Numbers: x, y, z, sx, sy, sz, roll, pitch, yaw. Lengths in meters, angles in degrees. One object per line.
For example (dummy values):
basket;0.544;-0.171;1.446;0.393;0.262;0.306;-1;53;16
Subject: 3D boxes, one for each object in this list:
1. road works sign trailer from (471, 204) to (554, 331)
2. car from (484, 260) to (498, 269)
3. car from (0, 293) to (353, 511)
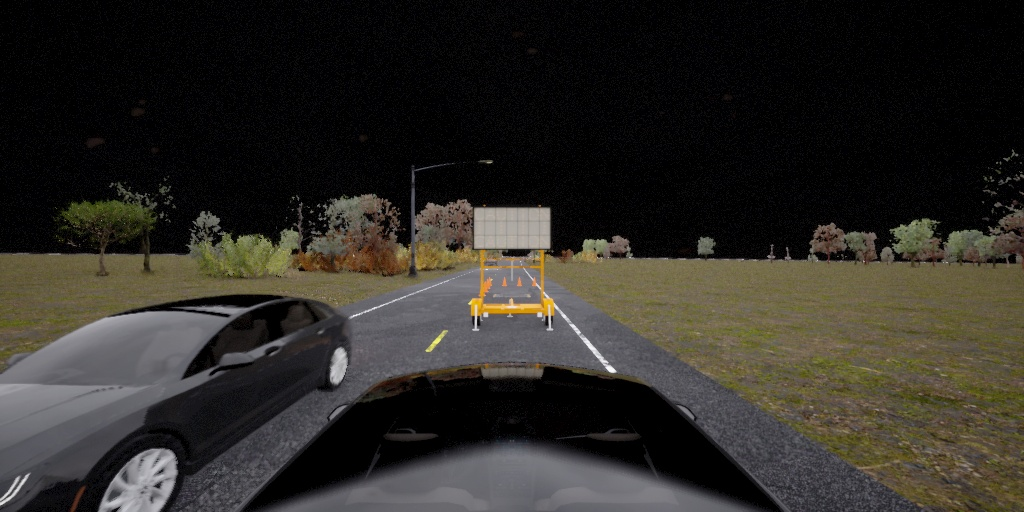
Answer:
road works sign trailer;0.004;0.218;11.040;2.380;3.560;2.880;0;0;-1
car;-3.321;1.348;56.873;1.994;1.385;4.181;0;0;0
car;-3.499;1.255;3.986;1.837;1.490;4.892;0;0;0
